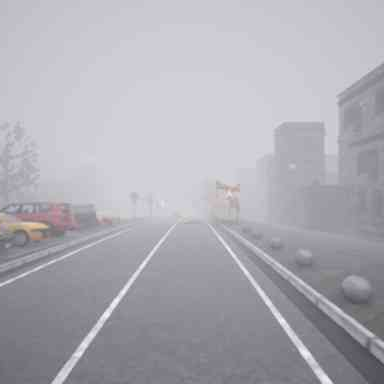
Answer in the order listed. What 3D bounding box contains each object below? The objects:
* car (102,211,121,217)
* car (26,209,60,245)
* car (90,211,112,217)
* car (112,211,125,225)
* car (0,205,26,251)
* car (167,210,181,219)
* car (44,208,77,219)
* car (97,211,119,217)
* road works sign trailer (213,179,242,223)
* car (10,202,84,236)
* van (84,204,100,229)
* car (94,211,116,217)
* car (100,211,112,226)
[{"bbox_3d":[-21.760,5.972,89.657,4.674,1.452,2.002,0,-4,0],"label":"car"},{"bbox_3d":[-9.470,1.757,16.126,5.008,1.535,2.097,0,-2,-1],"label":"car"},{"bbox_3d":[-21.802,5.355,79.978,4.674,1.452,2.002,0,-4,0],"label":"car"},{"bbox_3d":[-9.367,2.358,31.177,5.366,1.575,1.946,0,-3,0],"label":"car"},{"bbox_3d":[-9.469,1.530,13.096,4.553,1.767,2.185,0,-2,-1],"label":"car"},{"bbox_3d":[-3.181,4.250,64.685,2.097,1.767,4.553,0,-4,1],"label":"car"},{"bbox_3d":[-21.942,3.644,55.702,4.553,1.767,2.185,0,-4,0],"label":"car"},{"bbox_3d":[-21.782,5.731,86.517,5.008,1.535,2.097,0,-4,0],"label":"car"},{"bbox_3d":[3.128,1.057,31.303,2.380,3.560,2.880,7,-18,-11],"label":"road works sign trailer"},{"bbox_3d":[-9.520,1.604,19.050,5.566,2.045,2.435,0,-2,0],"label":"car"},{"bbox_3d":[-9.642,1.872,25.236,4.442,1.987,1.878,0,-2,0],"label":"van"},{"bbox_3d":[-21.785,5.525,83.250,4.892,1.521,2.231,0,-4,0],"label":"car"},{"bbox_3d":[-9.570,2.101,28.267,4.553,1.767,2.185,0,-3,0],"label":"car"}]
